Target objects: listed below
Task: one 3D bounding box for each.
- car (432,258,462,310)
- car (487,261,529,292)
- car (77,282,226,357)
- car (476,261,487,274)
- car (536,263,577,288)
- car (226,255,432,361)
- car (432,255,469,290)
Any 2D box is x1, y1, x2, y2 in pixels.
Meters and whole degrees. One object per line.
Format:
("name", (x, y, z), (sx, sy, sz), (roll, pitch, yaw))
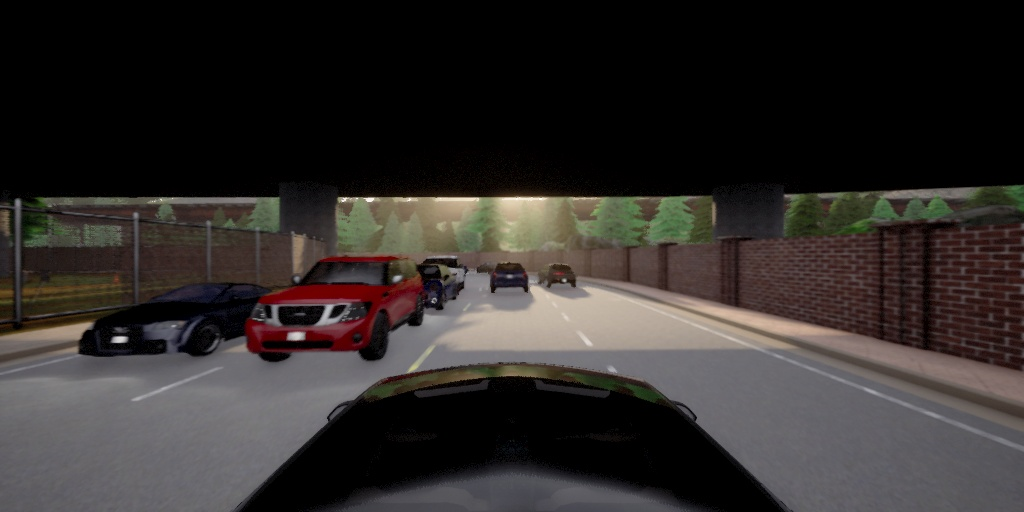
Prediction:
("car", (-3.509, 1.105, 14.471), (2.097, 1.767, 4.553), (0, 0, 0))
("car", (-0.261, 1.090, 21.130), (2.097, 1.767, 4.553), (0, 0, -4))
("car", (-7.131, 1.329, 8.501), (1.994, 1.385, 4.181), (0, 0, 0))
("car", (-2.329, 1.258, 39.015), (1.812, 1.442, 4.674), (0, 0, -30))
("car", (2.873, 1.232, 23.837), (1.837, 1.490, 4.892), (0, 0, -7))
("car", (-3.635, 0.978, 8.680), (2.150, 2.045, 5.566), (0, 0, -2))
("car", (-3.781, 0.971, 19.588), (2.150, 2.045, 5.566), (0, 0, -3))
